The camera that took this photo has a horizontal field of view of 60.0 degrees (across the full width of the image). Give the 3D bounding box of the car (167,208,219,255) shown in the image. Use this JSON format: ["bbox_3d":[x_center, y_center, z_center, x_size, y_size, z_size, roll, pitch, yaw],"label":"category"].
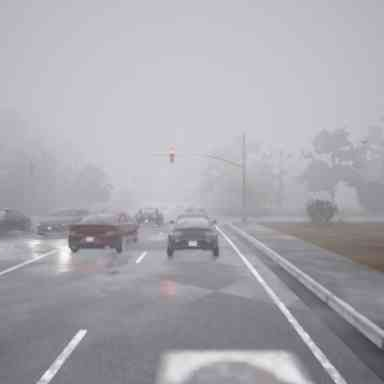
[{"bbox_3d":[0.048,1.550,13.187,1.812,1.442,4.674,0,-1,0],"label":"car"}]

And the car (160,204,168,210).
[{"bbox_3d":[-6.982,3.773,80.796,1.812,1.442,4.674,0,0,0],"label":"car"}]

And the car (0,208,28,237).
[{"bbox_3d":[-10.549,1.634,18.242,1.812,1.442,4.674,0,-2,1],"label":"car"}]

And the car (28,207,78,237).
[{"bbox_3d":[-7.043,1.630,18.909,1.837,1.490,4.892,0,-2,1],"label":"car"}]

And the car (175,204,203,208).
[{"bbox_3d":[0.334,1.888,25.898,2.033,1.411,5.357,0,-2,8],"label":"car"}]

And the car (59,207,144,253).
[{"bbox_3d":[-3.447,1.510,13.794,1.882,1.535,5.008,0,-1,1],"label":"car"}]

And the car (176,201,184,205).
[{"bbox_3d":[-3.481,3.768,88.061,1.812,1.442,4.674,0,0,0],"label":"car"}]

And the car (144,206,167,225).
[{"bbox_3d":[-3.454,2.004,27.517,1.895,1.301,4.718,0,-2,1],"label":"car"}]

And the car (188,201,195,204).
[{"bbox_3d":[0.018,3.796,88.443,1.994,1.385,4.181,0,0,0],"label":"car"}]
